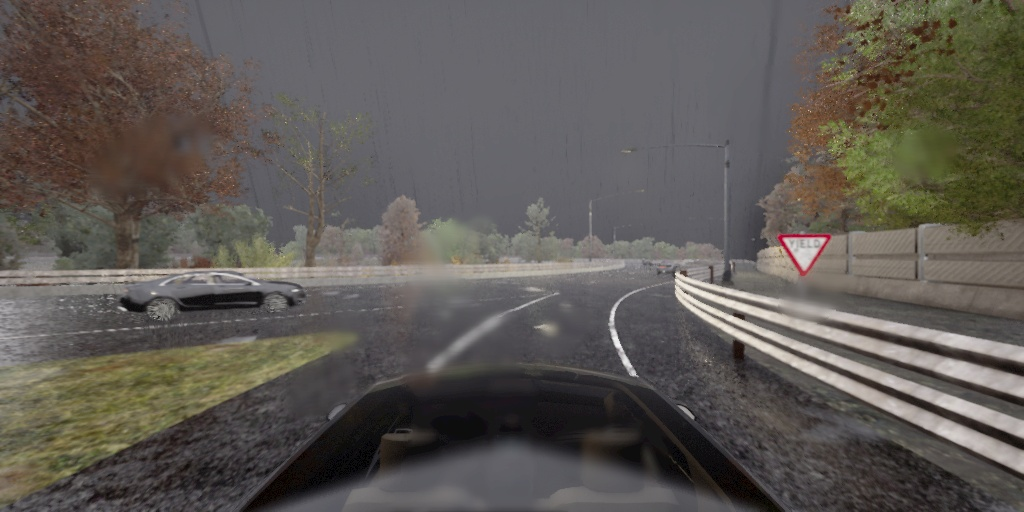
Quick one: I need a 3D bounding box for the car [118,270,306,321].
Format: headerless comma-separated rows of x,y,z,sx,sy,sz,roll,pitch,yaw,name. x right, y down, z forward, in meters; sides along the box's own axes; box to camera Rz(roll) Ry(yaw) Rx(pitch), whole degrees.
-9.923,1.240,12.338,4.902,1.511,2.128,0,0,-33,car

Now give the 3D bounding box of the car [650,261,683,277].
16.465,1.343,37.299,2.128,1.511,4.902,0,0,37,car
